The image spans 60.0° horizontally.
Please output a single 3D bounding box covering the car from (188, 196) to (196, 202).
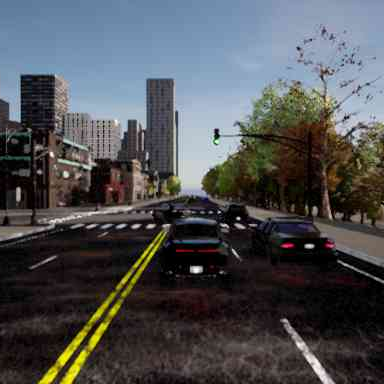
[{"bbox_3d":[0.002,1.760,88.247,1.882,1.535,5.008,0,0,0],"label":"car"}]

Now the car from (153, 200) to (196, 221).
[{"bbox_3d":[-1.668,1.634,26.626,2.128,1.511,4.902,1,0,-24],"label":"car"}]

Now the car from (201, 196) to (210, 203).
[{"bbox_3d":[3.251,1.918,78.245,1.812,1.442,4.674,0,0,0],"label":"car"}]

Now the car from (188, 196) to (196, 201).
[{"bbox_3d":[0.001,1.918,78.244,1.812,1.442,4.674,0,0,0],"label":"car"}]

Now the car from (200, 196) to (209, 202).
[{"bbox_3d":[3.252,1.822,88.247,2.033,1.411,5.357,0,0,0],"label":"car"}]

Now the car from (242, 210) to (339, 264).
[{"bbox_3d":[3.350,1.611,11.997,2.033,1.411,5.357,0,0,0],"label":"car"}]

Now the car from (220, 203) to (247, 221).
[{"bbox_3d":[3.352,1.646,26.409,1.837,1.490,4.892,0,0,0],"label":"car"}]

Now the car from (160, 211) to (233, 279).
[{"bbox_3d":[0.101,1.560,10.176,1.837,1.490,4.892,0,0,0],"label":"car"}]
